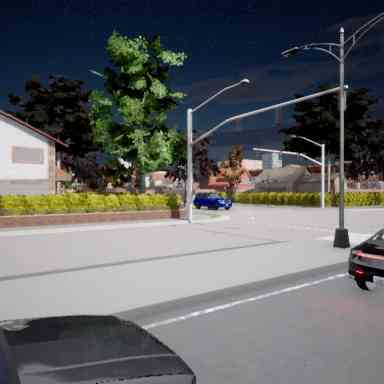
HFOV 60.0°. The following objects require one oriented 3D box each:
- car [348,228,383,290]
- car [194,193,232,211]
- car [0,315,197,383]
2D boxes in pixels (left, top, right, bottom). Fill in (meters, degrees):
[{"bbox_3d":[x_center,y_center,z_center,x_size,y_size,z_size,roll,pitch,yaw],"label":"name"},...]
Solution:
[{"bbox_3d":[5.592,1.474,7.733,4.902,1.511,2.128,0,0,-35],"label":"car"},{"bbox_3d":[2.434,1.120,40.407,2.150,2.045,5.566,0,0,-36],"label":"car"},{"bbox_3d":[-2.489,1.542,1.968,5.357,1.411,2.033,0,0,-36],"label":"car"}]
